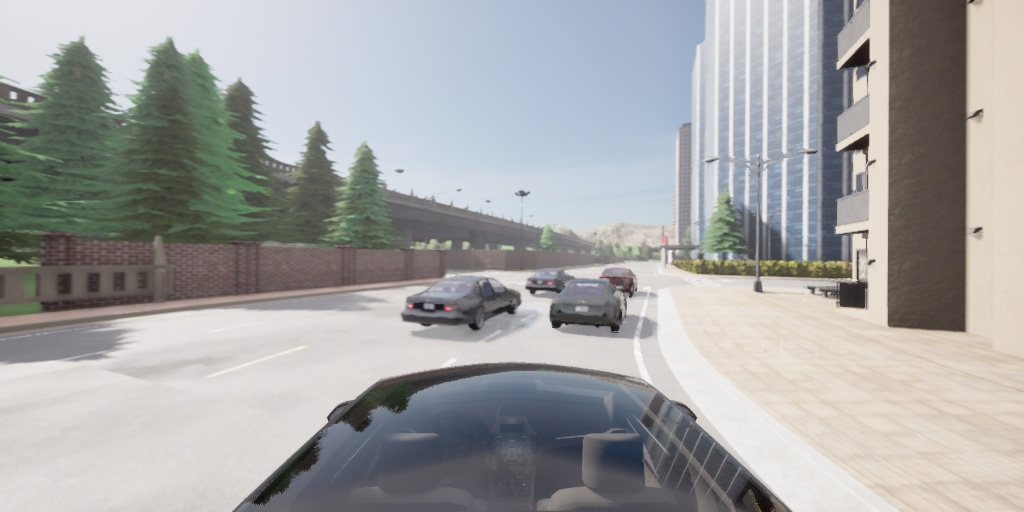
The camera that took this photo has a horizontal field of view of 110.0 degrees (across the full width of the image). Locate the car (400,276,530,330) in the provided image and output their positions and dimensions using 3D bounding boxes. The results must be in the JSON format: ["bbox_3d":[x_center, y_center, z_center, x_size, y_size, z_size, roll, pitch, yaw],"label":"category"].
[{"bbox_3d":[-1.265,1.334,11.383,2.033,1.411,5.357,1,0,19],"label":"car"}]

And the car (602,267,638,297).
[{"bbox_3d":[6.125,1.396,20.676,1.882,1.535,5.008,0,0,22],"label":"car"}]

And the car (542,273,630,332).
[{"bbox_3d":[2.533,1.393,11.421,1.994,1.385,4.181,1,0,20],"label":"car"}]

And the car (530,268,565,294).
[{"bbox_3d":[2.353,1.424,20.785,2.033,1.411,5.357,1,0,22],"label":"car"}]
